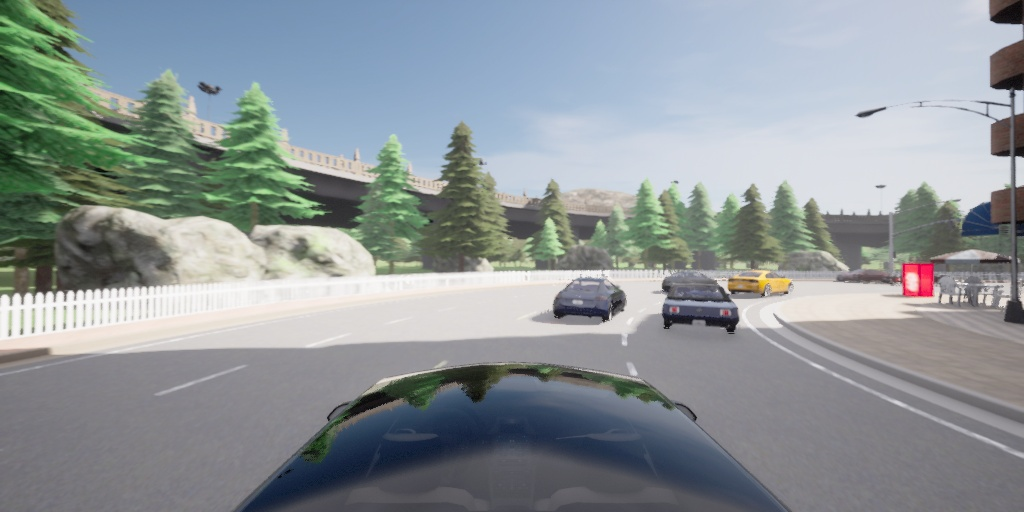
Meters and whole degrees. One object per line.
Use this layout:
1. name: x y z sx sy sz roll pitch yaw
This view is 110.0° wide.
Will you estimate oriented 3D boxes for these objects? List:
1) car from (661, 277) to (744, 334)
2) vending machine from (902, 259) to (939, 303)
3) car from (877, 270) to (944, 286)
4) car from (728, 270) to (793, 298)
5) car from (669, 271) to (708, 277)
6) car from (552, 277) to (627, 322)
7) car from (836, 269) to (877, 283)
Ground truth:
1. car: 5.928 1.532 11.563 1.895 1.301 4.718 0 -1 25
2. vending machine: 22.914 1.383 20.244 0.880 2.100 1.100 0 0 -15
3. car: 37.266 2.080 33.157 4.718 1.301 1.895 1 -1 -2
4. car: 15.182 1.624 21.878 5.008 1.535 1.882 1 -1 -32
5. car: 11.817 1.710 23.833 4.181 1.385 1.994 1 -1 -35
6. car: 3.018 1.497 13.442 1.994 1.385 4.181 0 -1 26
7. car: 35.864 2.040 36.621 4.674 1.442 1.812 1 -1 -2
